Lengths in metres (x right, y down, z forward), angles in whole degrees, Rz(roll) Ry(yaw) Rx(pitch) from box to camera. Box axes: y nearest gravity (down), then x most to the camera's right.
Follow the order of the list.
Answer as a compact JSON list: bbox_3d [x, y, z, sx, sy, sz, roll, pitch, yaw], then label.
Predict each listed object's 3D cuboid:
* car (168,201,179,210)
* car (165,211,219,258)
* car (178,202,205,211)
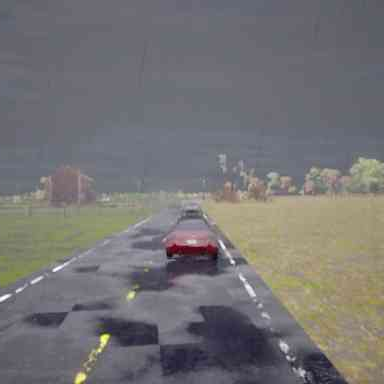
[{"bbox_3d":[-2.763,2.138,54.482,1.994,1.385,4.181,0,-1,0],"label":"car"},{"bbox_3d":[0.016,1.705,13.489,1.994,1.385,4.181,0,-1,0],"label":"car"},{"bbox_3d":[0.018,1.805,28.488,1.837,1.490,4.892,0,0,0],"label":"car"}]
